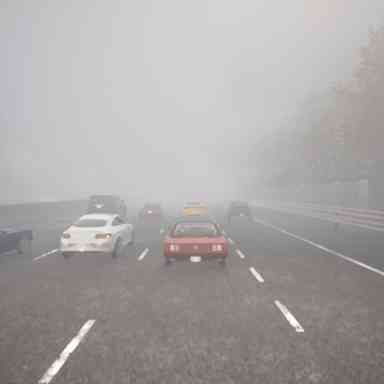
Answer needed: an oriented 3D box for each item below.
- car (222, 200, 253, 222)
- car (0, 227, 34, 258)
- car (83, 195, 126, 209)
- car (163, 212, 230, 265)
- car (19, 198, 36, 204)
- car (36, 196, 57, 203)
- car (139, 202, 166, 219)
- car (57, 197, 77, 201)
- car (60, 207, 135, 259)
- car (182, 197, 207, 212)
[{"bbox_3d":[3.510,1.361,26.026,1.837,1.490,4.892,0,0,0],"label":"car"},{"bbox_3d":[-6.897,1.599,10.445,1.895,1.301,4.718,0,0,0],"label":"car"},{"bbox_3d":[-6.889,1.225,27.281,2.150,2.045,5.566,0,0,0],"label":"car"},{"bbox_3d":[0.107,1.599,11.582,1.895,1.301,4.718,0,0,0],"label":"car"},{"bbox_3d":[-27.992,1.622,57.661,1.895,1.301,4.718,0,0,0],"label":"car"},{"bbox_3d":[-24.500,1.499,57.750,1.882,1.535,5.008,0,0,1],"label":"car"},{"bbox_3d":[-3.387,1.568,28.737,1.994,1.385,4.181,0,0,0],"label":"car"},{"bbox_3d":[-21.003,1.547,57.580,1.812,1.442,4.674,0,0,1],"label":"car"},{"bbox_3d":[-3.393,1.524,12.547,1.812,1.442,4.674,0,0,0],"label":"car"},{"bbox_3d":[0.112,1.482,29.656,1.882,1.535,5.008,0,0,0],"label":"car"}]
